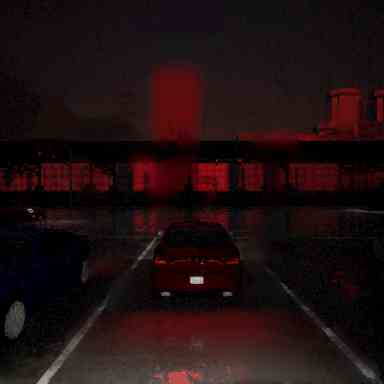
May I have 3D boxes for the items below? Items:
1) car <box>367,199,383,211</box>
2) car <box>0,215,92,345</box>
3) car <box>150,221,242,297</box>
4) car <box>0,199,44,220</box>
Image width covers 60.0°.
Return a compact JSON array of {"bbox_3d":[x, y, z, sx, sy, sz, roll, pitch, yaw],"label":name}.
[{"bbox_3d":[22.728,1.403,38.406,4.674,1.442,1.812,-1,0,1],"label":"car"},{"bbox_3d":[-3.530,1.477,6.577,1.882,1.535,5.008,0,0,1],"label":"car"},{"bbox_3d":[0.095,1.478,8.616,1.882,1.535,5.008,0,0,0],"label":"car"},{"bbox_3d":[-13.662,1.351,25.182,4.553,1.767,2.097,0,0,2],"label":"car"}]
